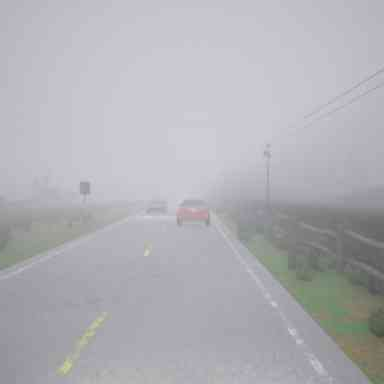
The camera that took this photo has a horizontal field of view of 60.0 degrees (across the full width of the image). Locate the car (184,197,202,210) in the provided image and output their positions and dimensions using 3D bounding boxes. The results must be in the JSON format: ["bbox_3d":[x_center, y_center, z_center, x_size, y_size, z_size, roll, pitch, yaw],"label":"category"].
[{"bbox_3d":[0.094,1.315,39.877,1.994,1.385,4.181,0,0,0],"label":"car"}]

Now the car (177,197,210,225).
[{"bbox_3d":[0.096,1.209,22.891,2.097,1.767,4.553,0,0,0],"label":"car"}]

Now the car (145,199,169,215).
[{"bbox_3d":[-3.207,1.349,31.649,2.033,1.411,5.357,0,0,0],"label":"car"}]
